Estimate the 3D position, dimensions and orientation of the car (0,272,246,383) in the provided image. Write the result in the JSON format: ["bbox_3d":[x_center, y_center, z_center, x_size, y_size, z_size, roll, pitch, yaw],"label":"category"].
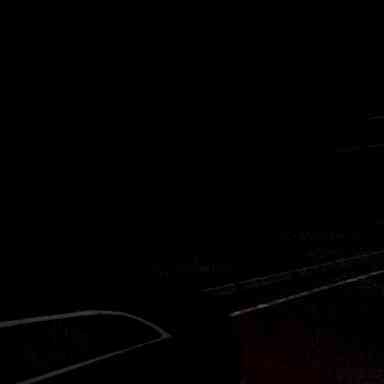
[{"bbox_3d":[-1.792,1.492,2.412,4.902,1.511,2.128,0,0,-36],"label":"car"}]
